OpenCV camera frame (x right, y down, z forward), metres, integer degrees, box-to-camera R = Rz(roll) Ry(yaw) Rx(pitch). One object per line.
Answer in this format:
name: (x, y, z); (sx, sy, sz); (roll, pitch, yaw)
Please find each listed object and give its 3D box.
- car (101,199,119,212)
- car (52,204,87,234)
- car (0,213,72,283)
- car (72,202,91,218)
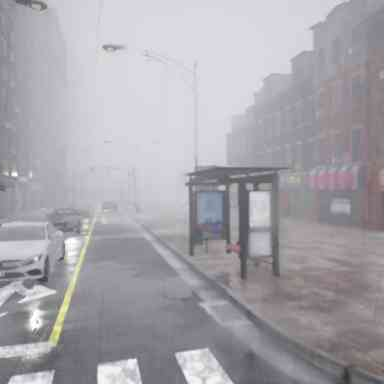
car: (-9.910, 1.618, 40.080); (1.837, 1.490, 4.892); (-1, 0, -14)
car: (-7.428, 1.655, 19.352); (1.994, 1.385, 4.181); (-1, 0, -15)
car: (-4.895, 1.593, 9.783); (1.812, 1.442, 4.674); (-1, 0, -13)
car: (-10.566, 1.648, 31.269); (1.812, 1.442, 4.674); (-1, 0, -15)
